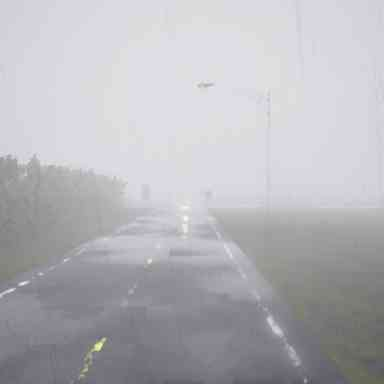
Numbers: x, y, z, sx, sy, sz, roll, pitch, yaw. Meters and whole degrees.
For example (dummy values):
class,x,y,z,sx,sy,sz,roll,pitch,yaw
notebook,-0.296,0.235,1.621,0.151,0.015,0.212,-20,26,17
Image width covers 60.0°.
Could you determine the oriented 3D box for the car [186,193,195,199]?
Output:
class,x,y,z,sx,sy,sz,roll,pitch,yaw
car,0.024,1.247,94.719,1.895,1.301,4.718,0,0,0
